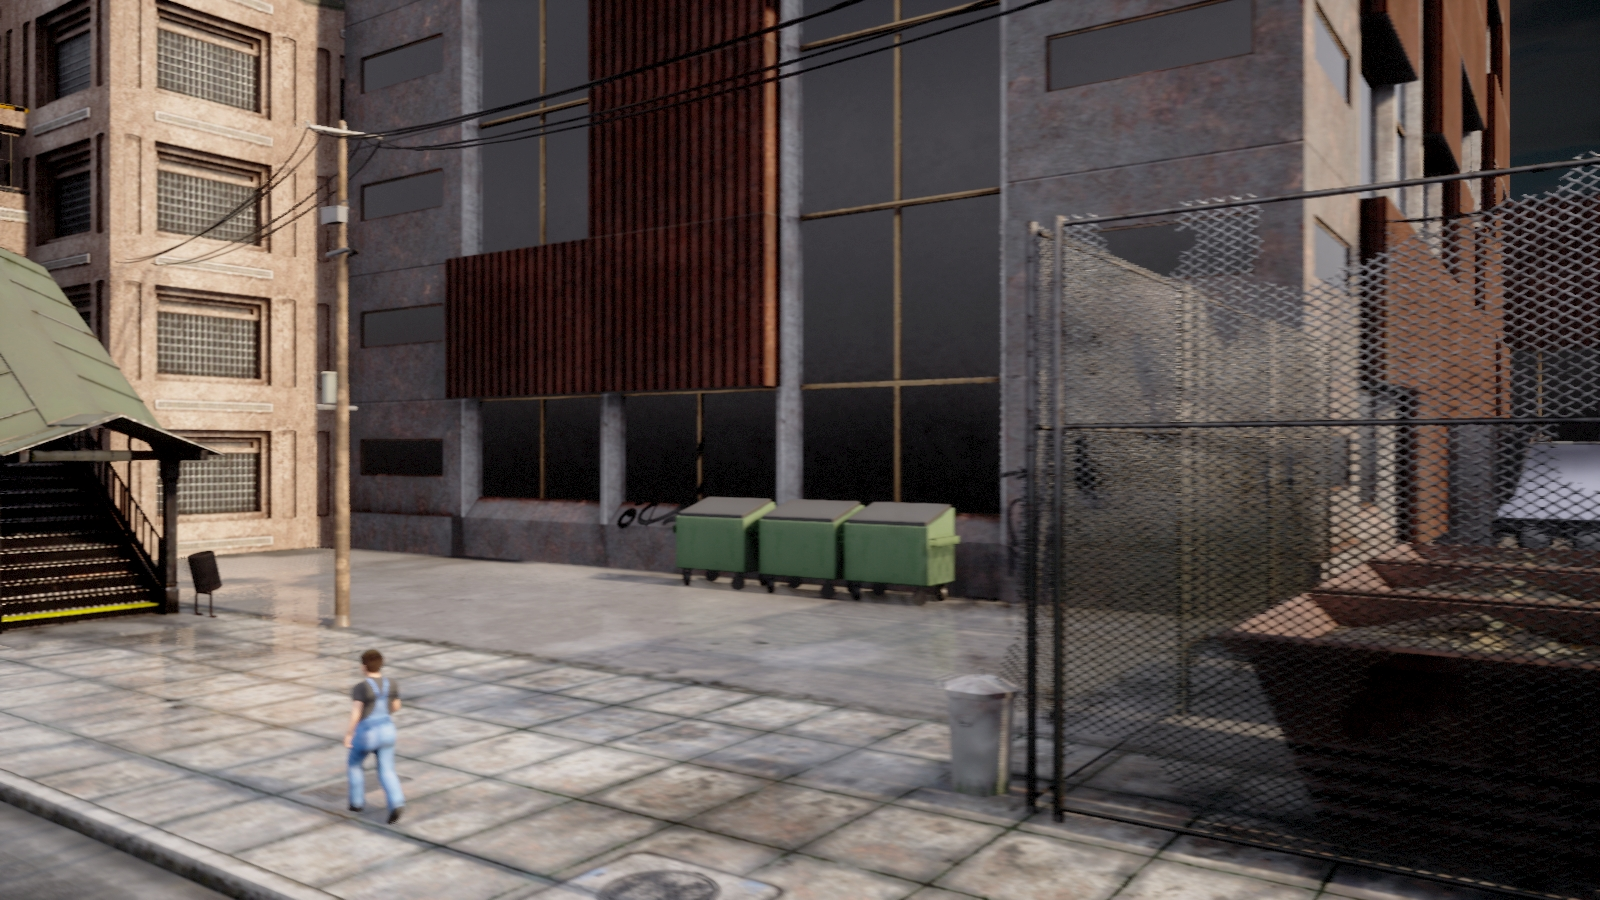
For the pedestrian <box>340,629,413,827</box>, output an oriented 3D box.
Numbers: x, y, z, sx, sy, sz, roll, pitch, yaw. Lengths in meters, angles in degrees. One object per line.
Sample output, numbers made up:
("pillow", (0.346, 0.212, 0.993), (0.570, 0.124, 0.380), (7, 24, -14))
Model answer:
("pedestrian", (-3.048, 1.976, 8.219), (0.375, 1.300, 0.375), (0, 0, -43))
